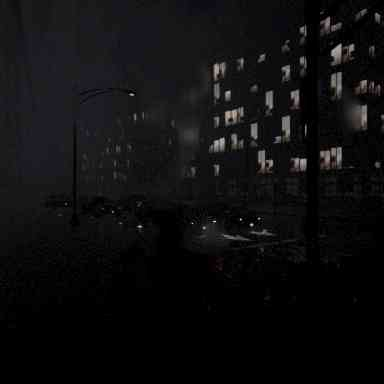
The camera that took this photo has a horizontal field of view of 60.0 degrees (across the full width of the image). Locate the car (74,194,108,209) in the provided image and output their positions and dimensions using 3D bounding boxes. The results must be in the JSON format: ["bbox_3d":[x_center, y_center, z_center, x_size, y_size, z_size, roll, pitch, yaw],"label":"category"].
[{"bbox_3d":[-10.780,0.976,35.378,1.895,1.301,4.718,0,1,-38],"label":"car"}]

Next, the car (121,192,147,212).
[{"bbox_3d":[-4.585,0.911,27.486,2.097,1.767,4.553,0,1,-38],"label":"car"}]

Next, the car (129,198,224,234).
[{"bbox_3d":[-1.003,1.292,17.685,2.033,1.411,5.357,0,1,-38],"label":"car"}]

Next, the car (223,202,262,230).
[{"bbox_3d":[1.603,1.289,19.683,2.033,1.411,5.357,0,1,-36],"label":"car"}]

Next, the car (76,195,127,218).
[{"bbox_3d":[-7.015,1.092,25.312,1.812,1.442,4.674,0,1,-38],"label":"car"}]

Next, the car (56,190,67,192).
[{"bbox_3d":[-25.370,0.299,64.845,1.812,1.442,4.674,0,1,-38],"label":"car"}]

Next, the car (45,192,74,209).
[{"bbox_3d":[-13.213,0.947,33.213,1.994,1.385,4.181,0,1,-38],"label":"car"}]
